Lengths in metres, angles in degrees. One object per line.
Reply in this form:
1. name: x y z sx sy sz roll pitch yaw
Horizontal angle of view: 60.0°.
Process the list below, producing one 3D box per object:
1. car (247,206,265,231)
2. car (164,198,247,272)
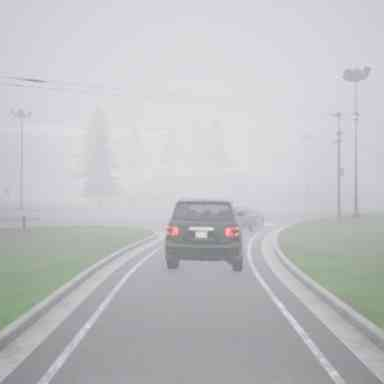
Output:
1. car: 3.229 1.566 20.806 1.994 1.385 4.181 0 0 23
2. car: 0.561 1.216 11.064 2.150 2.045 5.566 0 -1 7
